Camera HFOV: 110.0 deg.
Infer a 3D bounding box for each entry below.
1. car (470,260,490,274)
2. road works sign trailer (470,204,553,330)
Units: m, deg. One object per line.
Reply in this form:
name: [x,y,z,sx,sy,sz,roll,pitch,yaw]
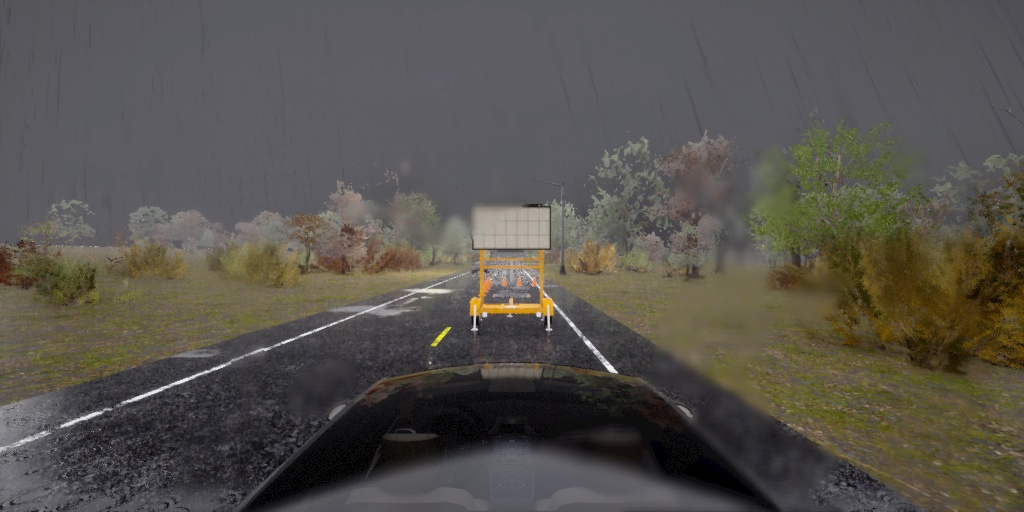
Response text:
car: [-3.535,1.253,40.734,1.837,1.490,4.892,0,0,0]
road works sign trailer: [-0.008,0.213,11.042,2.380,3.560,2.880,0,0,0]
